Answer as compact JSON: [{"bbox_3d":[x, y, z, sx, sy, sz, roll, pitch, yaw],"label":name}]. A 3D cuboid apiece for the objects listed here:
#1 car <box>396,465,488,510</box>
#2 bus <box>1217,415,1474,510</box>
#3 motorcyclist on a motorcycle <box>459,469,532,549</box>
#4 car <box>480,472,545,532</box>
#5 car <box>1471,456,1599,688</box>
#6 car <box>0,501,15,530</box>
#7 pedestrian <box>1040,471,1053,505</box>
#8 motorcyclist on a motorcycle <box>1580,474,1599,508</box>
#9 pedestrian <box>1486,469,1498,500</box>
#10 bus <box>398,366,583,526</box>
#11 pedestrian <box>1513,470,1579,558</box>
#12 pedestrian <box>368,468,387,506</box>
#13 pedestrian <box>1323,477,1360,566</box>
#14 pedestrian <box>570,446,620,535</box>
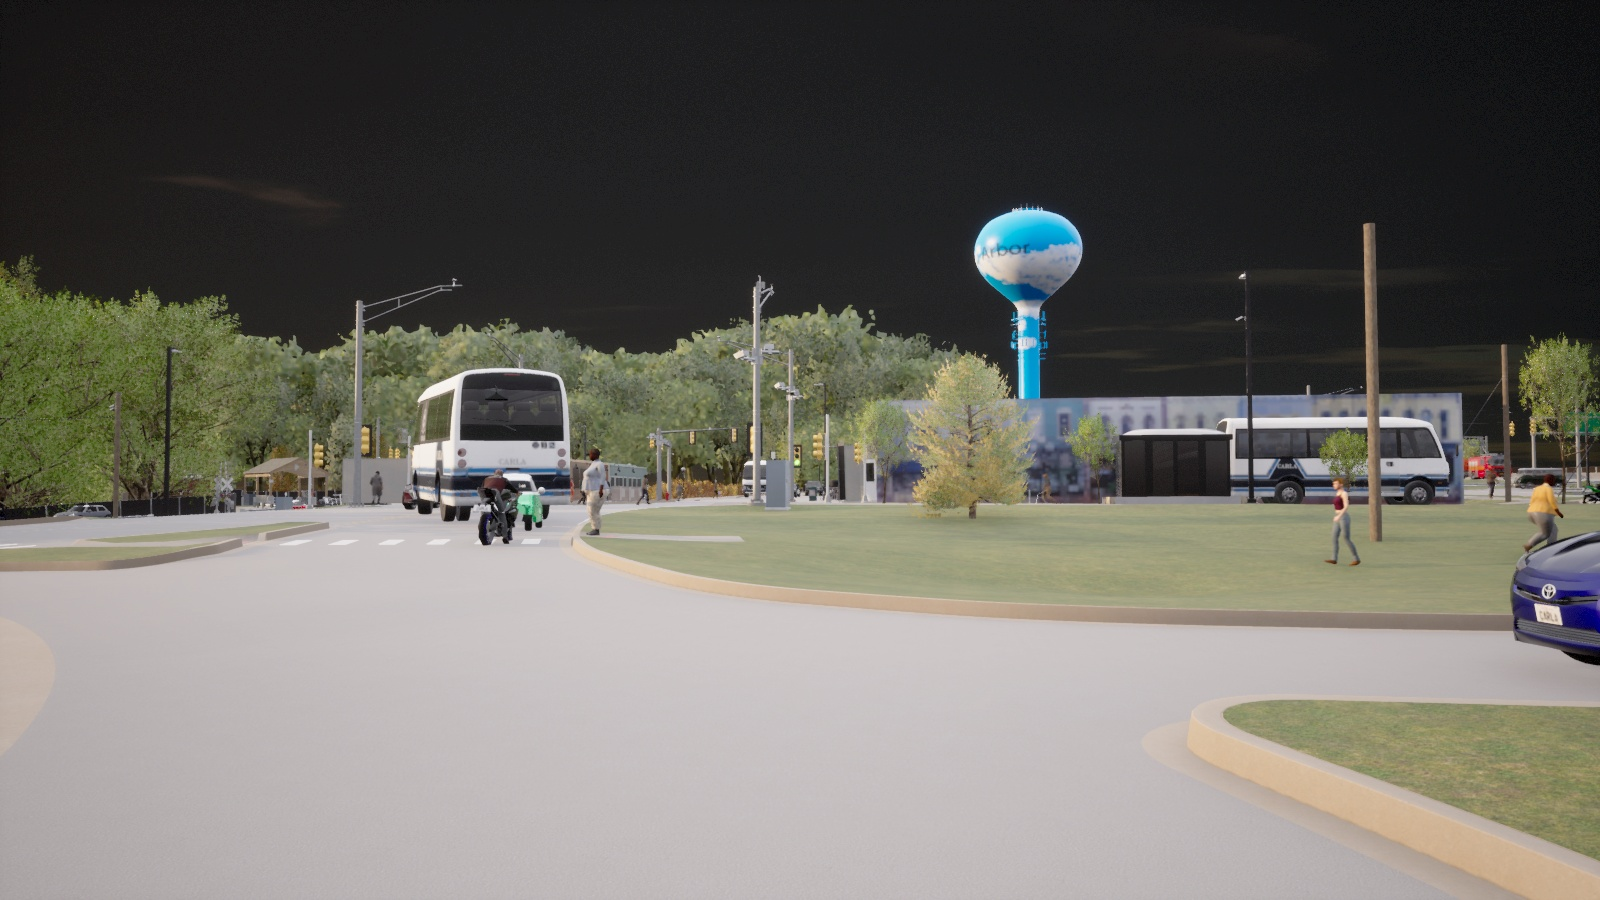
[{"bbox_3d":[-13.709,1.435,48.391,2.033,1.649,4.856,0,-2,2],"label":"car"},{"bbox_3d":[25.253,0.647,58.806,10.273,4.253,3.944,0,-3,8],"label":"bus"},{"bbox_3d":[-6.115,1.153,25.371,0.866,1.530,2.191,0,-1,2],"label":"motorcyclist on a motorcycle"},{"bbox_3d":[-7.037,1.252,30.900,1.481,1.376,2.207,0,-1,-11],"label":"car"},{"bbox_3d":[7.531,0.823,8.827,4.514,1.525,2.007,0,-2,2],"label":"car"},{"bbox_3d":[-52.343,4.215,79.886,1.905,1.878,3.866,-1,-1,14],"label":"car"},{"bbox_3d":[13.694,2.126,69.792,0.694,1.848,0.540,0,-3,8],"label":"pedestrian"},{"bbox_3d":[36.447,1.849,56.595,2.044,1.523,0.797,-2,-2,22],"label":"motorcyclist on a motorcycle"},{"bbox_3d":[40.956,2.031,74.327,0.328,1.805,0.869,0,-3,8],"label":"pedestrian"},{"bbox_3d":[-9.870,-0.054,38.898,3.944,4.253,10.273,0,-1,-23],"label":"bus"},{"bbox_3d":[16.108,1.379,27.148,0.900,1.855,0.874,0,-3,6],"label":"pedestrian"},{"bbox_3d":[-21.811,1.893,64.809,0.659,1.952,0.873,0,-3,-1],"label":"pedestrian"},{"bbox_3d":[11.247,1.484,26.093,0.594,1.836,0.345,0,-3,1],"label":"pedestrian"},{"bbox_3d":[-4.339,0.867,26.588,0.900,1.855,0.874,1,-3,-19],"label":"pedestrian"}]
